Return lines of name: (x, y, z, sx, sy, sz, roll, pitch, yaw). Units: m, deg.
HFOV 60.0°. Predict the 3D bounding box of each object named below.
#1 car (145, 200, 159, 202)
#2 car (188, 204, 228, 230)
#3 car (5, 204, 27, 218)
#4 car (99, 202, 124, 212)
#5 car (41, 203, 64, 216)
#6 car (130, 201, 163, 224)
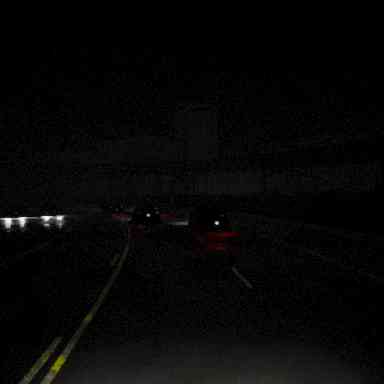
car: (-5.002, 1.674, 39.581, 2.128, 1.511, 4.902, -1, 0, -26)
car: (0.990, 1.586, 22.057, 1.837, 1.490, 4.892, 0, 0, -11)
car: (-18.148, 1.887, 34.248, 1.994, 1.385, 4.181, -1, 0, -29)
car: (-10.171, 1.847, 41.771, 1.895, 1.301, 4.718, -1, 0, -30)
car: (-15.367, 1.861, 36.415, 1.994, 1.385, 4.181, -1, 0, -30)
car: (-3.775, 1.696, 26.661, 1.994, 1.385, 4.181, 0, 0, -15)
